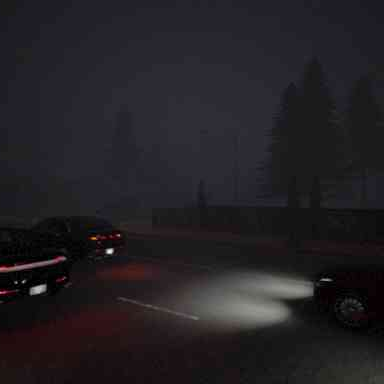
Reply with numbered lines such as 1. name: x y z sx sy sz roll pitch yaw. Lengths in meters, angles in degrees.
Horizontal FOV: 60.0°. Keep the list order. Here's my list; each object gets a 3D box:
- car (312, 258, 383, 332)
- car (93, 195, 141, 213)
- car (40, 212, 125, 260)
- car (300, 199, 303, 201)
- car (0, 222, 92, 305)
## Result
1. car: 4.345 1.517 5.188 4.674 1.442 1.812 -1 -1 36
2. car: -8.117 1.324 36.391 2.150 2.045 5.566 0 0 38
3. car: -4.388 1.556 11.645 4.892 1.490 1.837 0 0 39
4. car: 22.791 1.426 65.168 2.097 1.767 4.553 0 0 37
5. car: -4.695 1.532 7.320 4.902 1.511 2.128 0 0 36
